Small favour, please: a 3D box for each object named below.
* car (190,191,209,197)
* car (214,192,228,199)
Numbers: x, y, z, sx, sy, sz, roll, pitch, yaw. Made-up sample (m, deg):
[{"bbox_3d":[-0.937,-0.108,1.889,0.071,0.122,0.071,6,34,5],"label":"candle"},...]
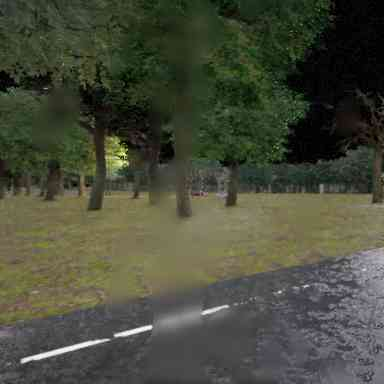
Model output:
[{"bbox_3d":[1.629,0.503,74.257,1.895,1.301,4.718,2,-1,-36],"label":"car"},{"bbox_3d":[6.432,0.709,67.628,1.895,1.301,4.718,2,-1,-35],"label":"car"}]
